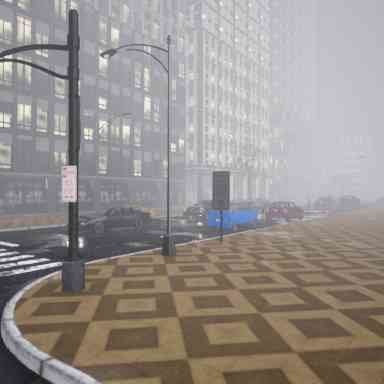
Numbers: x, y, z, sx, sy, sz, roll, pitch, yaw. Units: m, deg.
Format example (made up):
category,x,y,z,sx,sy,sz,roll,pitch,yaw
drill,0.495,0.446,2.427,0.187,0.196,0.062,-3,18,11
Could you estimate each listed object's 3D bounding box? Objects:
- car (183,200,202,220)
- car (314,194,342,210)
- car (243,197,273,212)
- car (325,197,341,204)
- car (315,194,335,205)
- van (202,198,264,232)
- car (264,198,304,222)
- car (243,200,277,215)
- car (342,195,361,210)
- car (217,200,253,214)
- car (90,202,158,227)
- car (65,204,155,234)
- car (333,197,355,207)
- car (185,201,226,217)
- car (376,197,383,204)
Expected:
category,x,y,z,sx,sy,sz,roll,pitch,yaw
car,1.253,1.375,27.567,2.097,1.767,4.553,0,0,38
car,17.940,1.400,44.430,2.097,1.767,4.553,0,0,38
car,8.101,1.471,40.520,1.967,1.590,4.097,0,0,38
car,28.455,1.624,66.978,2.008,1.369,4.403,0,0,38
car,25.063,1.381,62.569,2.192,1.841,5.009,0,0,38
van,2.601,1.368,20.264,1.690,1.788,3.998,0,0,38
car,7.561,1.472,26.894,1.967,1.590,4.097,0,0,38
car,7.302,1.594,35.417,1.994,1.385,4.181,0,0,38
car,21.131,1.368,44.534,2.192,1.841,5.009,0,0,38
car,4.708,1.571,36.110,1.887,1.381,4.507,0,0,38
car,-4.790,1.540,23.975,1.752,1.417,4.829,0,0,38
car,-4.723,1.564,19.806,2.033,1.411,5.357,0,0,38
car,23.991,1.552,52.291,2.128,1.511,4.902,0,0,37
car,1.316,1.604,31.700,1.802,1.307,4.206,0,0,38
car,38.092,1.658,66.582,1.947,1.339,4.313,0,0,38
